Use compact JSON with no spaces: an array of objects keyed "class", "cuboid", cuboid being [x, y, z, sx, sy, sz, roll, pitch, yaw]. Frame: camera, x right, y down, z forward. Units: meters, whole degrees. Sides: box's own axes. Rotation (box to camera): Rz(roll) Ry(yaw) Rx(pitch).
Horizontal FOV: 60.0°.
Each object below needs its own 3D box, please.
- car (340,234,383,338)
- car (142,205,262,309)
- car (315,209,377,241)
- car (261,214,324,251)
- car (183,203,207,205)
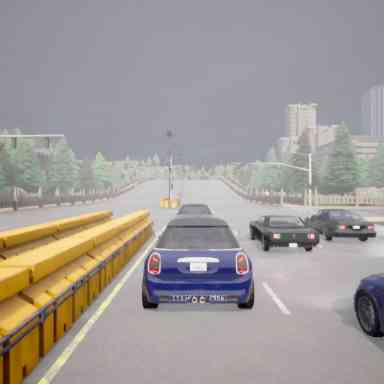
[{"class":"car","cuboid":[3.610,1.525,3.652,1.812,1.442,4.674,0,0,0]},{"class":"car","cuboid":[0.117,1.351,8.032,2.097,1.767,4.553,0,0,0]},{"class":"car","cuboid":[7.111,1.546,16.577,2.033,1.411,5.357,0,0,4]},{"class":"car","cuboid":[3.626,1.600,14.003,1.895,1.301,4.718,0,0,1]},{"class":"car","cuboid":[0.135,1.350,16.968,2.097,1.767,4.553,0,0,0]}]
